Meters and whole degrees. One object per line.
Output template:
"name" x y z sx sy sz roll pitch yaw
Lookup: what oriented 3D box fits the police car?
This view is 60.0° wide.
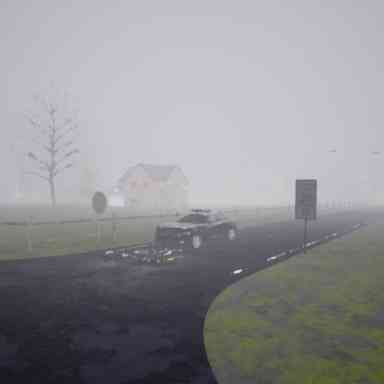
"police car" 0.321 1.600 15.651 1.930 1.638 5.238 1 0 36
